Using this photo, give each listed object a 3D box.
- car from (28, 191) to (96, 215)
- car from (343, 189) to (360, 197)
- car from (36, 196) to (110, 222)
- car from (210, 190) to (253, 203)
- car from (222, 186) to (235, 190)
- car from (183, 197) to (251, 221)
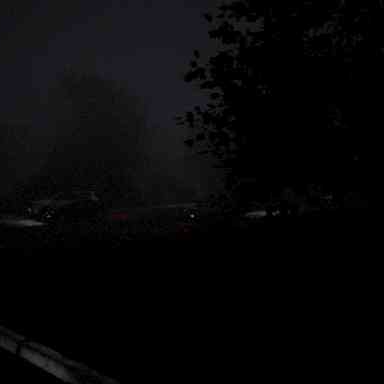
[{"bbox_3d":[-10.582,0.975,27.731,5.566,2.045,2.150,-2,2,-41],"label":"car"},{"bbox_3d":[20.429,-0.102,43.866,4.181,1.385,1.994,-4,2,-25],"label":"car"},{"bbox_3d":[-8.576,1.303,24.809,4.892,1.490,1.837,-2,2,-41],"label":"car"},{"bbox_3d":[4.244,0.834,34.722,4.674,1.442,1.812,-3,2,-34],"label":"car"},{"bbox_3d":[4.609,0.364,39.166,5.566,2.045,2.150,-3,2,-32],"label":"car"},{"bbox_3d":[1.761,1.299,24.309,4.718,1.301,1.895,-2,2,-38],"label":"car"}]
